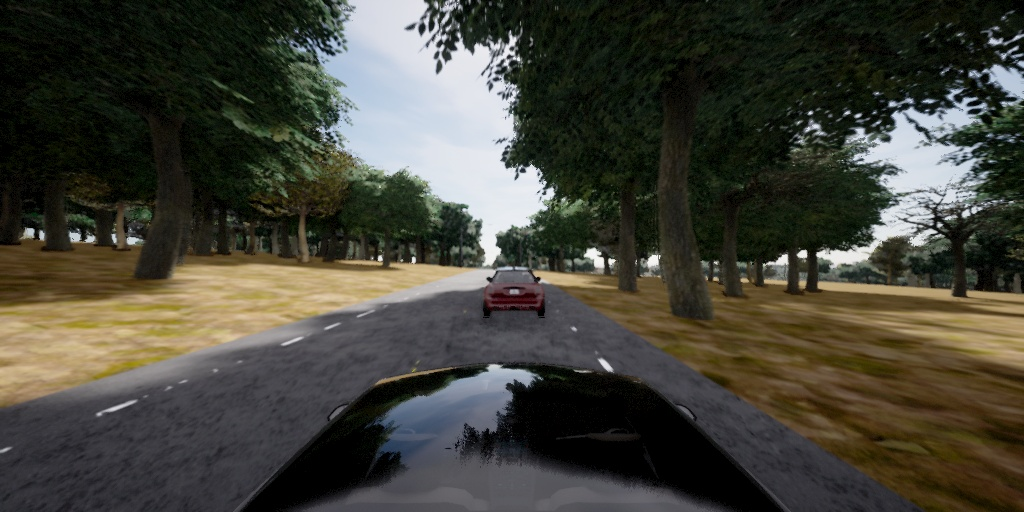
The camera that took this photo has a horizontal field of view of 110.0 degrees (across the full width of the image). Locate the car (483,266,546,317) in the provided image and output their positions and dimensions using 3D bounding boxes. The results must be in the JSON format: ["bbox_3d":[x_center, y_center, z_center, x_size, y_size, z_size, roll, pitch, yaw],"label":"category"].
[{"bbox_3d":[0.066,1.187,13.673,2.097,1.767,4.553,0,0,0],"label":"car"}]
